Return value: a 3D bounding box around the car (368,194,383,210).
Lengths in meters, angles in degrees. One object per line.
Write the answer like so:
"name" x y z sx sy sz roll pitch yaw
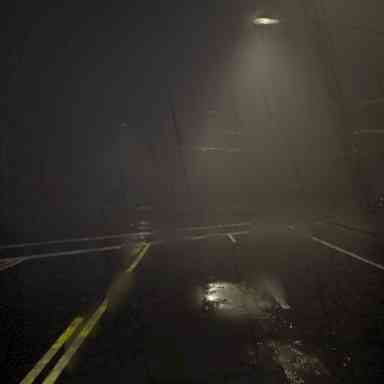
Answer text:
"car" 18.886 0.624 29.802 5.566 2.045 2.150 0 1 0

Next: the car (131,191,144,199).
"car" -10.660 0.533 65.098 1.812 1.442 4.674 0 1 0

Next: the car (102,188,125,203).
"car" -10.611 0.401 45.573 2.150 2.045 5.566 0 0 0
